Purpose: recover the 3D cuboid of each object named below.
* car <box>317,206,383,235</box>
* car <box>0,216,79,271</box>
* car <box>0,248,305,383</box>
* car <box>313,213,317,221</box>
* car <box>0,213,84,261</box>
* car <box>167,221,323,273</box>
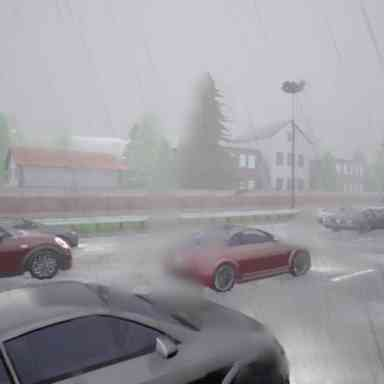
[{"bbox_3d":[9.951,1.642,19.438,5.357,1.411,2.033,0,0,-35],"label":"car"},{"bbox_3d":[-5.462,1.355,8.448,4.553,1.767,2.097,0,0,-36],"label":"car"},{"bbox_3d":[-1.024,1.568,3.016,4.181,1.385,1.994,0,0,-35],"label":"car"},{"bbox_3d":[11.099,1.715,24.555,4.718,1.301,1.895,0,0,-35],"label":"car"},{"bbox_3d":[-6.350,1.574,12.112,4.181,1.385,1.994,0,0,-35],"label":"car"},{"bbox_3d":[1.338,1.595,8.998,4.181,1.385,1.994,0,0,-35],"label":"car"}]
